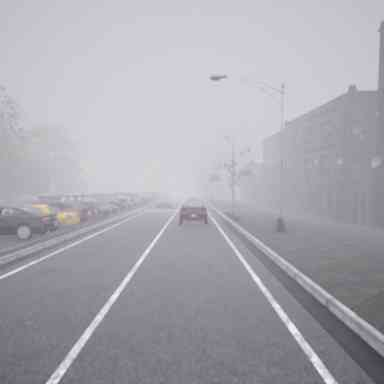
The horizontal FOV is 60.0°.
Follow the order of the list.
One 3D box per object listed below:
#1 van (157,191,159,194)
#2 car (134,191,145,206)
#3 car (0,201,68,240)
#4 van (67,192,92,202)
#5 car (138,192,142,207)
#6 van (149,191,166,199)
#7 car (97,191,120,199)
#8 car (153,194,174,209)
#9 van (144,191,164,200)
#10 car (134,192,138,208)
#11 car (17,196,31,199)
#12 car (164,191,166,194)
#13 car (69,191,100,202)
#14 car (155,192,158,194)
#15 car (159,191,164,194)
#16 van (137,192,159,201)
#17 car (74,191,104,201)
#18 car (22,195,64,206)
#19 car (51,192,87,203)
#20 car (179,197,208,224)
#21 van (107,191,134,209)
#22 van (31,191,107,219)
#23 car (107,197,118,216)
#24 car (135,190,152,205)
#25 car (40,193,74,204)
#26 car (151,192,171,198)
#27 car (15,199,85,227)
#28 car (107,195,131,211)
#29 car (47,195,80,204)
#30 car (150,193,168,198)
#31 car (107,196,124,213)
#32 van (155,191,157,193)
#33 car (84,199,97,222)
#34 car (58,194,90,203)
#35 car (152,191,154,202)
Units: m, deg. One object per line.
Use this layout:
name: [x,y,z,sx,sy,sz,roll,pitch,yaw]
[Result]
van: [-9.070,0.962,63.315,4.442,1.987,1.878,0,0,0]
car: [-8.891,1.136,43.693,4.553,1.767,2.185,0,0,0]
car: [-8.873,1.368,15.664,5.008,1.535,2.097,0,0,0]
van: [-22.153,0.956,65.534,4.442,1.987,1.878,0,0,0]
car: [-8.887,1.147,40.890,4.553,1.767,2.185,0,0,0]
van: [-9.110,0.767,88.552,4.442,1.987,1.878,0,1,0]
car: [-22.043,0.752,87.744,5.566,2.045,2.435,0,1,0]
car: [-3.352,1.322,40.958,1.812,1.442,4.674,0,0,0]
van: [-9.096,0.858,80.141,4.442,1.987,1.878,0,1,0]
car: [-8.945,1.157,38.086,4.553,1.767,2.185,0,0,0]
car: [-22.012,1.256,46.105,4.892,1.521,2.231,0,0,0]
car: [-9.005,1.141,77.340,4.792,1.488,2.163,0,1,0]
car: [-22.069,0.920,68.310,5.566,2.045,2.435,0,0,0]
car: [-8.938,1.210,57.710,4.892,1.521,2.231,0,0,0]
car: [-8.930,0.926,66.120,5.566,2.045,2.435,0,0,0]
van: [-9.079,0.941,68.920,4.442,1.987,1.878,0,0,0]
car: [-22.017,0.904,71.087,5.566,2.045,2.435,0,0,0]
car: [-21.825,1.241,48.882,5.366,1.575,1.946,0,0,0]
car: [-22.057,0.951,59.983,5.566,2.045,2.435,0,0,0]
car: [0.096,1.342,23.642,1.882,1.535,5.008,0,0,0]
van: [-8.793,1.067,35.283,4.442,1.987,1.878,0,0,0]
van: [-8.775,1.110,24.070,4.442,1.987,1.878,0,0,0]
car: [-8.867,1.354,26.874,4.792,1.488,2.163,0,0,0]
car: [-8.899,1.000,46.496,5.566,2.045,2.435,0,0,0]
car: [-22.050,1.098,54.431,4.553,1.767,2.185,0,0,0]
car: [-8.816,0.924,94.161,5.366,1.575,1.946,0,1,0]
car: [-9.069,1.354,18.464,5.366,1.575,1.946,0,0,0]
car: [-8.900,1.304,32.481,5.008,1.535,2.097,0,0,0]
car: [-21.995,1.242,57.209,4.792,1.488,2.163,0,0,0]
car: [-9.000,1.000,91.358,4.674,1.452,2.002,0,1,0]
car: [-8.871,1.344,29.678,4.792,1.488,2.163,0,0,0]
van: [-9.066,0.973,60.512,4.442,1.987,1.878,0,0,0]
car: [-8.917,1.376,21.268,4.792,1.488,2.163,0,0,0]
car: [-22.218,1.189,62.760,5.366,1.575,1.946,0,0,0]
car: [-8.903,0.989,49.299,5.566,2.045,2.435,0,0,0]
